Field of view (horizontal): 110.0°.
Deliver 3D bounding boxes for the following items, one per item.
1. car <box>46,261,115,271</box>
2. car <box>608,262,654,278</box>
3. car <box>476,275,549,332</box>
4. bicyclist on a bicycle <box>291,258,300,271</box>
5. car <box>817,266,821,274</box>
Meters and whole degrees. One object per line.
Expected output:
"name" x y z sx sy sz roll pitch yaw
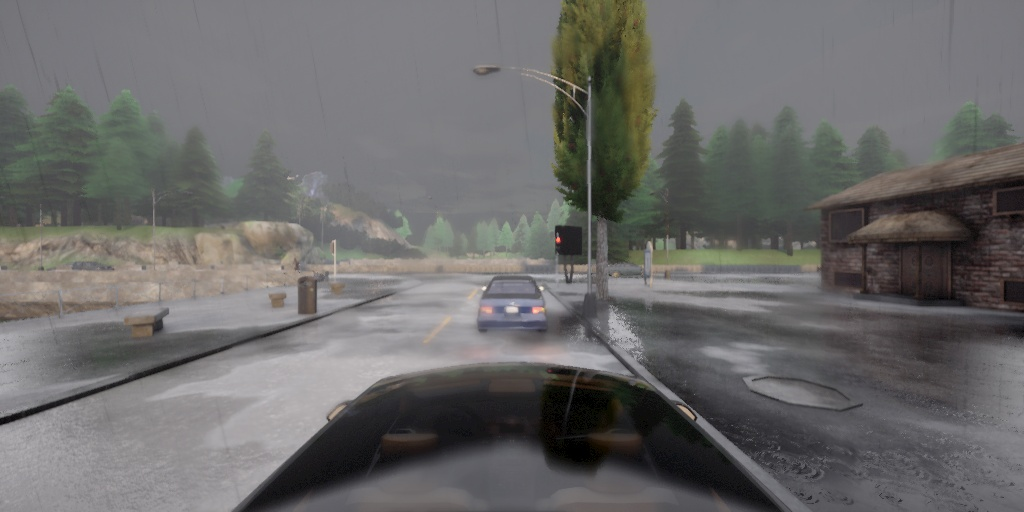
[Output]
"car" -43.713 1.251 36.388 5.357 1.411 2.033 0 0 0
"car" 10.519 1.273 32.310 4.181 1.385 1.994 0 0 0
"car" 0.027 1.285 10.743 2.033 1.411 5.357 0 0 0
"bicyclist on a bicycle" -24.512 1.046 40.678 0.582 1.620 1.656 0 0 0
"car" 33.864 1.208 36.451 4.892 1.490 1.837 0 0 0
